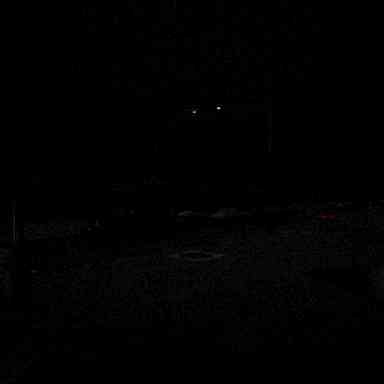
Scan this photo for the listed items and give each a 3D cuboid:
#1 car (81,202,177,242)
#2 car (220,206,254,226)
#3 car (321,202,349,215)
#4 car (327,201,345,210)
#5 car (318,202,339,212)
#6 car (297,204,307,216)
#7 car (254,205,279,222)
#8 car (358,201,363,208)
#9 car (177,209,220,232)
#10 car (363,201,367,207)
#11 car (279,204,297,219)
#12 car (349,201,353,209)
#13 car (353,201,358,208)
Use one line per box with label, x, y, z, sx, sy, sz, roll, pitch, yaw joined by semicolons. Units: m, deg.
car;-3.333;1.473;17.556;2.192;1.841;5.009;-1;-1;35
car;2.826;1.834;26.223;1.752;1.417;4.829;-1;-1;35
car;18.608;2.144;43.695;2.128;1.511;4.902;0;-1;35
car;24.726;2.366;57.054;1.752;1.417;4.829;-1;-1;35
car;21.696;2.318;52.788;2.008;1.369;4.403;-1;-1;35
car;12.310;2.091;39.575;2.008;1.369;4.403;-1;-1;35
car;6.053;1.954;30.766;1.947;1.339;4.313;-1;-1;35
car;34.210;2.634;70.405;1.947;1.339;4.313;-1;-1;35
car;-0.205;1.817;21.956;1.802;1.307;4.206;-1;-1;35
car;40.467;2.787;79.213;1.947;1.339;4.313;-1;-1;35
car;9.181;2.030;35.170;1.947;1.339;4.313;-1;-1;35
car;27.953;2.484;61.596;1.947;1.339;4.313;-1;-1;35
car;31.082;2.575;66.001;1.802;1.307;4.206;-1;-1;35
